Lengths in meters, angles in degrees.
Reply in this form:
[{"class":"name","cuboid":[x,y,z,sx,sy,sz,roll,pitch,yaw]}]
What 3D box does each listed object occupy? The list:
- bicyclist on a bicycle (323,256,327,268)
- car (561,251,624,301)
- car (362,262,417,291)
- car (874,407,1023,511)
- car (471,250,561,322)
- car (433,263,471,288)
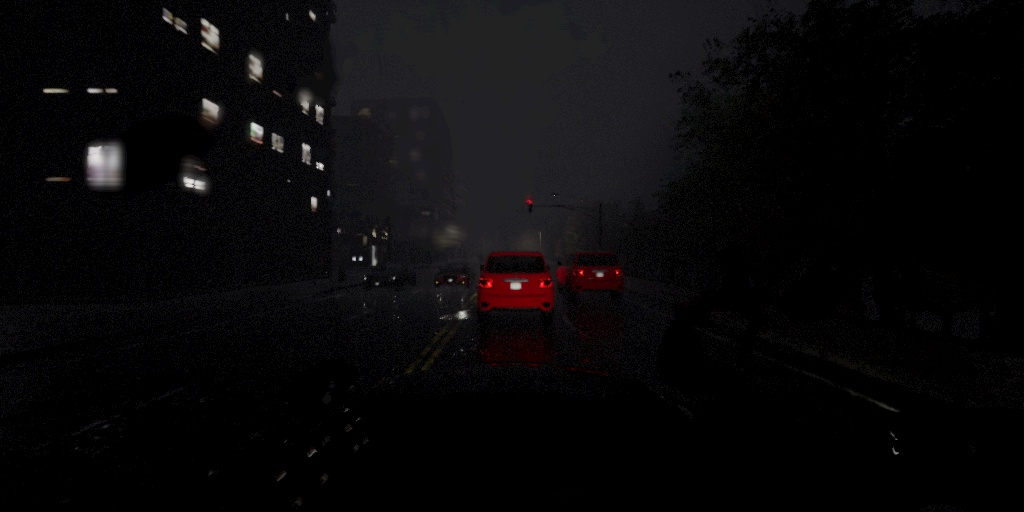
[{"class":"bicyclist on a bicycle","cuboid":[-24.899,0.820,47.974,0.582,1.620,1.656,-1,1,-1]},{"class":"car","cuboid":[3.344,0.804,16.350,2.150,2.045,5.566,0,0,0]},{"class":"car","cuboid":[-6.584,1.073,19.865,1.812,1.442,4.674,0,0,0]},{"class":"car","cuboid":[3.353,1.244,0.278,1.882,1.535,5.008,0,1,0]},{"class":"car","cuboid":[0.096,0.854,11.877,2.150,2.045,5.566,0,0,0]},{"class":"car","cuboid":[-3.327,1.096,21.342,1.994,1.385,4.181,0,1,0]}]
